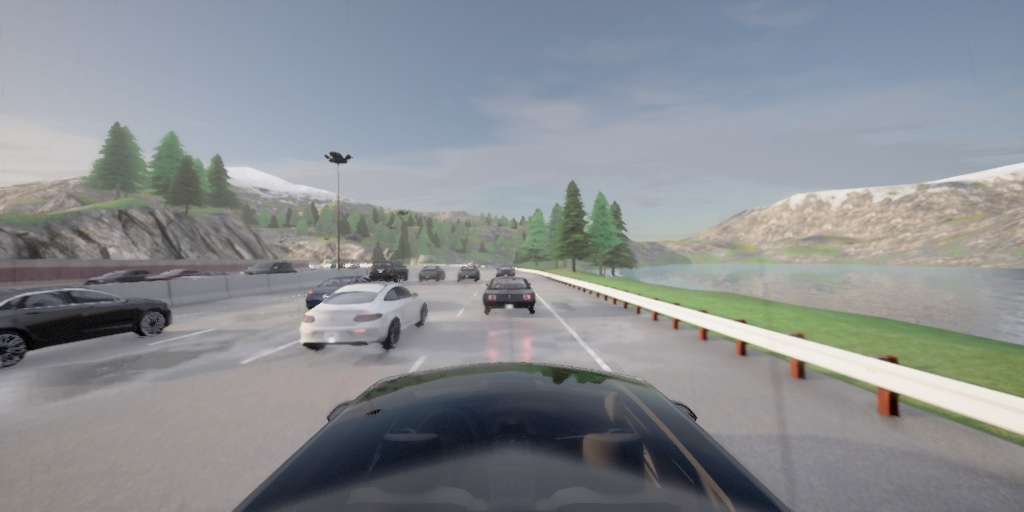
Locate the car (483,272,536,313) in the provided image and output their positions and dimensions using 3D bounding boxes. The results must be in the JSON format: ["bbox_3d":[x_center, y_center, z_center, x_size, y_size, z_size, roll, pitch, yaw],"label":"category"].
[{"bbox_3d":[-0.128,1.495,14.677,1.895,1.301,4.718,-1,-1,-1],"label":"car"}]

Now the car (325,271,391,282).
[{"bbox_3d":[-7.153,1.542,15.817,1.994,1.385,4.181,-1,-1,-1],"label":"car"}]

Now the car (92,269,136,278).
[{"bbox_3d":[-32.174,1.888,29.834,1.837,1.490,4.892,-1,-1,-2],"label":"car"}]

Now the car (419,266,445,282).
[{"bbox_3d":[-7.566,1.676,34.254,2.128,1.511,4.902,-1,-1,-2],"label":"car"}]

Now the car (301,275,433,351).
[{"bbox_3d":[-3.530,1.394,9.268,1.812,1.442,4.674,-1,0,-1],"label":"car"}]

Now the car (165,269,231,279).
[{"bbox_3d":[-25.154,1.910,29.470,1.895,1.301,4.718,-1,-1,-1],"label":"car"}]

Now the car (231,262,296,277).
[{"bbox_3d":[-21.727,1.527,32.080,2.150,2.045,5.566,-1,-1,-2],"label":"car"}]

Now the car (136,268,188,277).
[{"bbox_3d":[-28.704,1.838,30.926,1.882,1.535,5.008,-1,-1,-2],"label":"car"}]

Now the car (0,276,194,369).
[{"bbox_3d":[-10.516,1.419,8.145,2.128,1.511,4.902,-1,-1,-1],"label":"car"}]

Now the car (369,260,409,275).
[{"bbox_3d":[-11.013,1.422,32.512,2.150,2.045,5.566,0,0,-1],"label":"car"}]

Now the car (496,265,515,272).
[{"bbox_3d":[-0.622,1.657,35.889,1.812,1.442,4.674,0,0,-2],"label":"car"}]

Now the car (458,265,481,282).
[{"bbox_3d":[-4.067,1.641,34.312,2.128,1.511,4.902,-1,-1,-2],"label":"car"}]
